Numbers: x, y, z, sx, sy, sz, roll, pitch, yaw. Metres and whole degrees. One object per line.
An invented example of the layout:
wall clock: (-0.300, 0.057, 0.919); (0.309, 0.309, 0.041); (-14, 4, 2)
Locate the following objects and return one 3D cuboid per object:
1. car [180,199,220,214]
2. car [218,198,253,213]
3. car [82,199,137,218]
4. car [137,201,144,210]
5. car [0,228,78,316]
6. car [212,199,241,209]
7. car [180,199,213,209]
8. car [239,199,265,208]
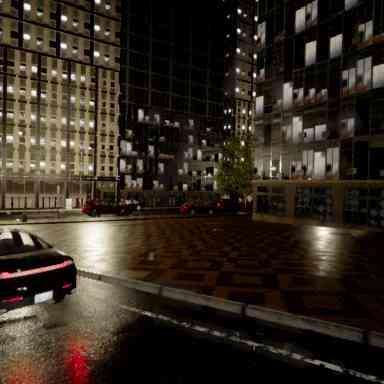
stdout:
car: (0.672, 1.965, 40.437); (4.507, 1.381, 1.887); (1, 1, -34)
car: (5.356, 1.781, 43.635); (5.009, 1.841, 2.192); (1, 1, -34)
car: (-8.679, 1.645, 34.031); (5.009, 1.841, 2.192); (1, 1, -34)
car: (-8.454, 1.719, 43.739); (4.403, 1.369, 2.008); (1, 1, -34)
car: (-4.378, 1.489, 6.808); (4.902, 1.511, 2.128); (0, 0, 36)
car: (5.581, 1.872, 53.343); (4.313, 1.339, 1.947); (1, 1, -34)
car: (0.763, 1.784, 50.045); (4.829, 1.417, 1.752); (1, 1, -34)
car: (10.259, 1.934, 56.545); (4.206, 1.307, 1.802); (1, 1, -34)
